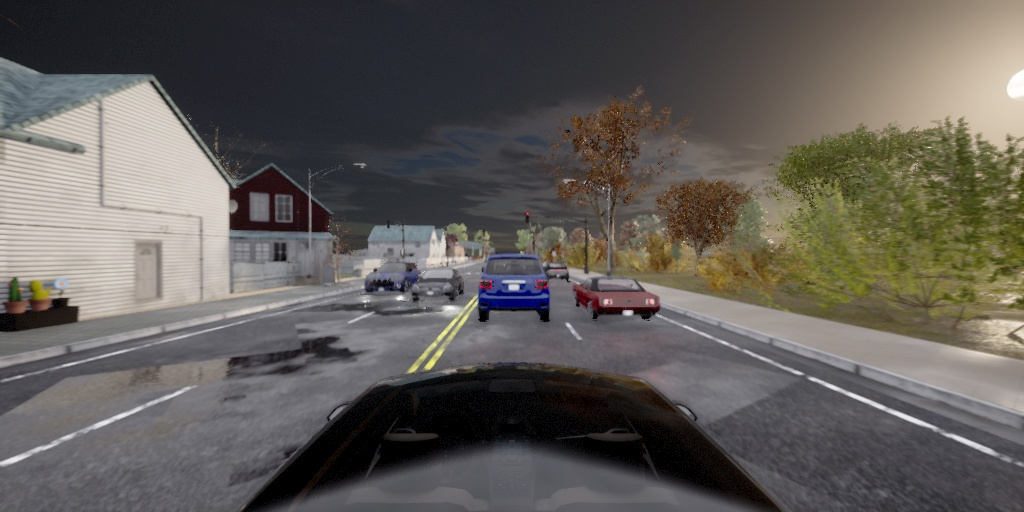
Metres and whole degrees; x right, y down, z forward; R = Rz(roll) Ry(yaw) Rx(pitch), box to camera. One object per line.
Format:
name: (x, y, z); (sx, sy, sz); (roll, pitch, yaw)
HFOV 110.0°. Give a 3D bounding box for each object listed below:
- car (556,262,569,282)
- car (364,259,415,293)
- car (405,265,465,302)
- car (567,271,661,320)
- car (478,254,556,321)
car: (3.338, 1.222, 28.213); (2.128, 1.511, 4.902); (0, 0, 0)
car: (-6.594, 1.089, 20.348); (2.097, 1.767, 4.553); (0, 0, 0)
car: (-3.348, 1.266, 16.989); (1.812, 1.442, 4.674); (0, 0, 0)
car: (3.340, 1.345, 12.508); (1.895, 1.301, 4.718); (0, 0, 0)
car: (0.076, 0.964, 12.553); (2.150, 2.045, 5.566); (0, 0, 1)
